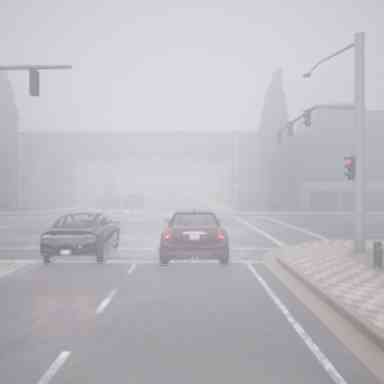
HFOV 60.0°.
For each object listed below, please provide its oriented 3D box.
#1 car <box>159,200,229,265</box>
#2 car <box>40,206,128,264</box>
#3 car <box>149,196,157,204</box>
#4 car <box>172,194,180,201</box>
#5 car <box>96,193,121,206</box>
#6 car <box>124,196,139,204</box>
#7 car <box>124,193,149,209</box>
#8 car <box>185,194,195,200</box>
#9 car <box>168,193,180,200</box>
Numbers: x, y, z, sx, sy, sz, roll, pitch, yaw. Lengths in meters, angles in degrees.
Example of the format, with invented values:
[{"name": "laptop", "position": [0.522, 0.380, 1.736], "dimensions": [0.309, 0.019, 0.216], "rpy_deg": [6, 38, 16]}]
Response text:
[{"name": "car", "position": [0.051, 1.335, 11.780], "dimensions": [2.097, 1.767, 4.553], "rpy_deg": [0, 0, -1]}, {"name": "car", "position": [-3.724, 1.475, 11.769], "dimensions": [2.128, 1.511, 4.902], "rpy_deg": [0, 0, -4]}, {"name": "car", "position": [-7.549, 1.462, 61.877], "dimensions": [2.033, 1.411, 5.357], "rpy_deg": [0, 0, 1]}, {"name": "car", "position": [-3.889, 1.331, 81.201], "dimensions": [1.812, 1.442, 4.674], "rpy_deg": [0, 0, 0]}, {"name": "car", "position": [-11.223, 1.157, 45.144], "dimensions": [2.150, 2.045, 5.566], "rpy_deg": [0, 0, 1]}, {"name": "car", "position": [-11.066, 1.479, 61.226], "dimensions": [1.994, 1.385, 4.181], "rpy_deg": [0, 0, 1]}, {"name": "car", "position": [-7.716, 1.159, 45.341], "dimensions": [2.150, 2.045, 5.566], "rpy_deg": [0, 0, 1]}, {"name": "car", "position": [-0.447, 1.254, 72.573], "dimensions": [2.097, 1.767, 4.553], "rpy_deg": [0, 0, 0]}, {"name": "car", "position": [-3.955, 1.125, 71.543], "dimensions": [2.150, 2.045, 5.566], "rpy_deg": [0, 0, 0]}]
